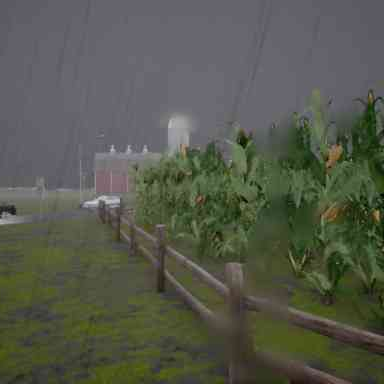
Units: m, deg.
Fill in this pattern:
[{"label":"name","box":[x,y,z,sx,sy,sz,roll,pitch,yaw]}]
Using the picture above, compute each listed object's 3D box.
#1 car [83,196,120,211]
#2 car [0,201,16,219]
[{"label":"car","box":[-9.046,1.125,34.309,1.812,1.442,4.674,-1,1,29]},{"label":"car","box":[-15.321,1.285,23.860,1.882,1.535,5.008,-1,1,32]}]
